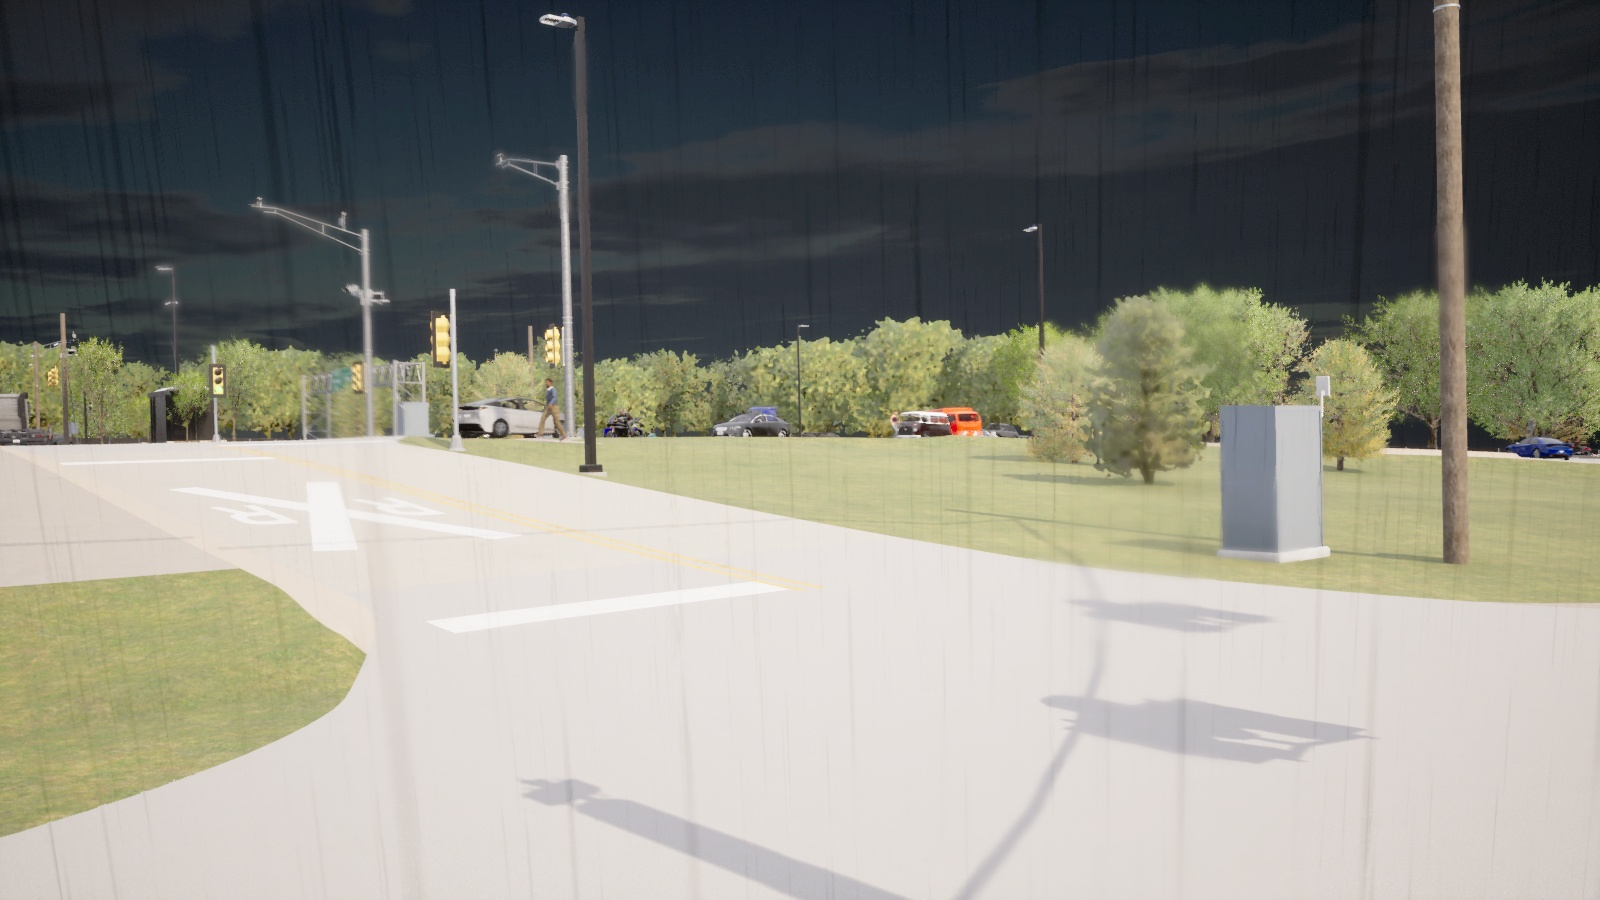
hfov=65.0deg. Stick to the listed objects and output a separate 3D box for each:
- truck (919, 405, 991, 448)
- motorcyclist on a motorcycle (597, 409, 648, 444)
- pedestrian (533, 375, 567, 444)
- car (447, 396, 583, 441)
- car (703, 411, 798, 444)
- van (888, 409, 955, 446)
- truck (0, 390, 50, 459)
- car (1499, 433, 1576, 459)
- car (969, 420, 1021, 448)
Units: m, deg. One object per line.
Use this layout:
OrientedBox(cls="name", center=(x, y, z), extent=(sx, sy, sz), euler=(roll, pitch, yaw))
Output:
OrientedBox(cls="truck", center=(9.938, -1.507, 81.190), extent=(2.627, 2.467, 5.204), euler=(-2, -1, -17))
OrientedBox(cls="motorcyclist on a motorcycle", center=(-7.997, -1.046, 56.678), extent=(0.866, 1.530, 2.191), euler=(-1, -1, 44))
OrientedBox(cls="pedestrian", center=(-7.162, -1.156, 36.003), extent=(0.788, 1.949, 0.423), euler=(-2, 1, -40))
OrientedBox(cls="car", center=(-10.262, -1.118, 45.429), extent=(2.007, 1.525, 4.514), euler=(-1, 0, 38))
OrientedBox(cls="car", center=(-2.434, -1.098, 62.692), extent=(2.128, 1.511, 4.902), euler=(-1, -1, 36))
OrientedBox(cls="van", center=(7.251, -1.293, 74.406), extent=(2.069, 2.038, 4.480), euler=(-1, -1, 33))
OrientedBox(cls="truck", center=(-42.454, -1.261, 66.996), extent=(2.891, 3.462, 7.936), euler=(-2, 1, -39))
OrientedBox(cls="car", center=(47.517, -0.269, 81.045), extent=(1.882, 1.535, 5.008), euler=(3, 0, -2))
OrientedBox(cls="car", center=(14.192, -1.121, 91.227), extent=(1.932, 1.855, 4.605), euler=(-2, -2, 33))
